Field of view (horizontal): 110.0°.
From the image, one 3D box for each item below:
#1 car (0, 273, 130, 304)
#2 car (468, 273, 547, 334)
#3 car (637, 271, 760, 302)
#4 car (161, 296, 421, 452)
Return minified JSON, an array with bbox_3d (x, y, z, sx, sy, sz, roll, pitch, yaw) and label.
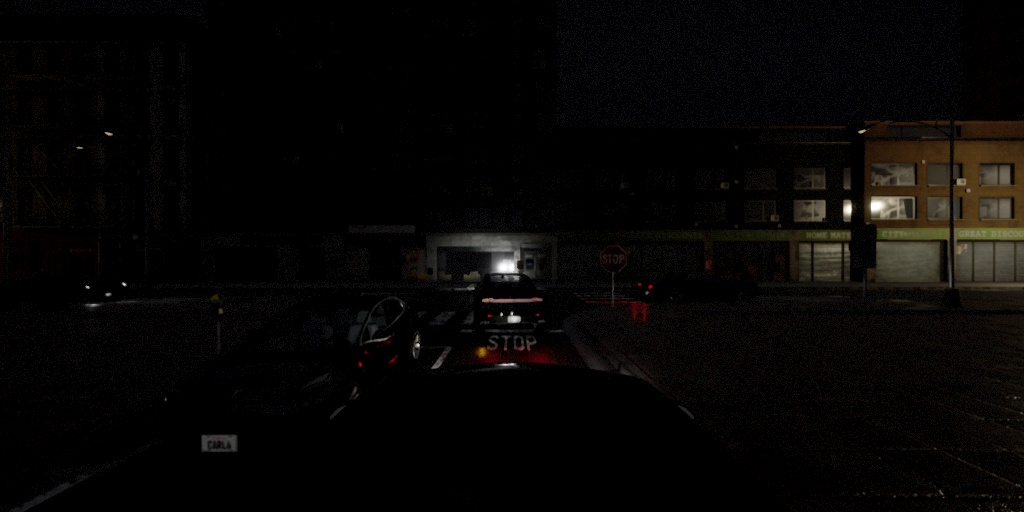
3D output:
[{"bbox_3d":[-20.273,1.416,16.045,4.718,1.301,1.895,0,0,0],"label":"car"},{"bbox_3d":[-0.247,1.252,10.717,2.128,1.511,4.902,0,0,-7],"label":"car"},{"bbox_3d":[8.232,1.345,15.991,4.718,1.301,1.895,0,0,0],"label":"car"},{"bbox_3d":[-2.633,1.319,5.411,1.948,1.339,4.313,0,0,0],"label":"car"}]
